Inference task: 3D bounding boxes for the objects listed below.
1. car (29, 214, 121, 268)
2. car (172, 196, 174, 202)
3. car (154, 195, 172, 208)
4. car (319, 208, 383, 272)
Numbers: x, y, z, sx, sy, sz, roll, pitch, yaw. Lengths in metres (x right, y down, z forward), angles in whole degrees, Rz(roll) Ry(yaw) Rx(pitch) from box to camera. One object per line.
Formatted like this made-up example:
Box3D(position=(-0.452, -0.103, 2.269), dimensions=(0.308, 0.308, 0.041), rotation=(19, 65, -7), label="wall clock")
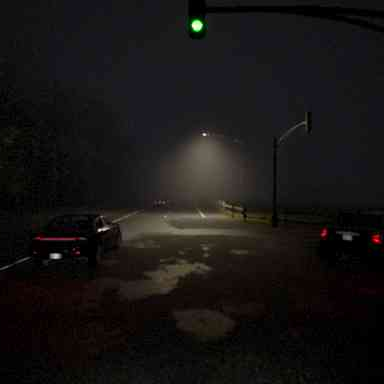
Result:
Box3D(position=(-3.674, 1.478, 11.256), dimensions=(2.128, 1.511, 4.902), rotation=(0, 0, -1), label="car")
Box3D(position=(-5.147, 1.471, 76.758), dimensions=(1.837, 1.490, 4.892), rotation=(0, 0, -1), label="car")
Box3D(position=(-4.448, 1.527, 48.111), dimensions=(2.033, 1.411, 5.357), rotation=(0, 0, -1), label="car")
Box3D(position=(6.267, 1.408, 11.047), dimensions=(4.553, 1.767, 2.097), rotation=(2, -1, -37), label="car")
